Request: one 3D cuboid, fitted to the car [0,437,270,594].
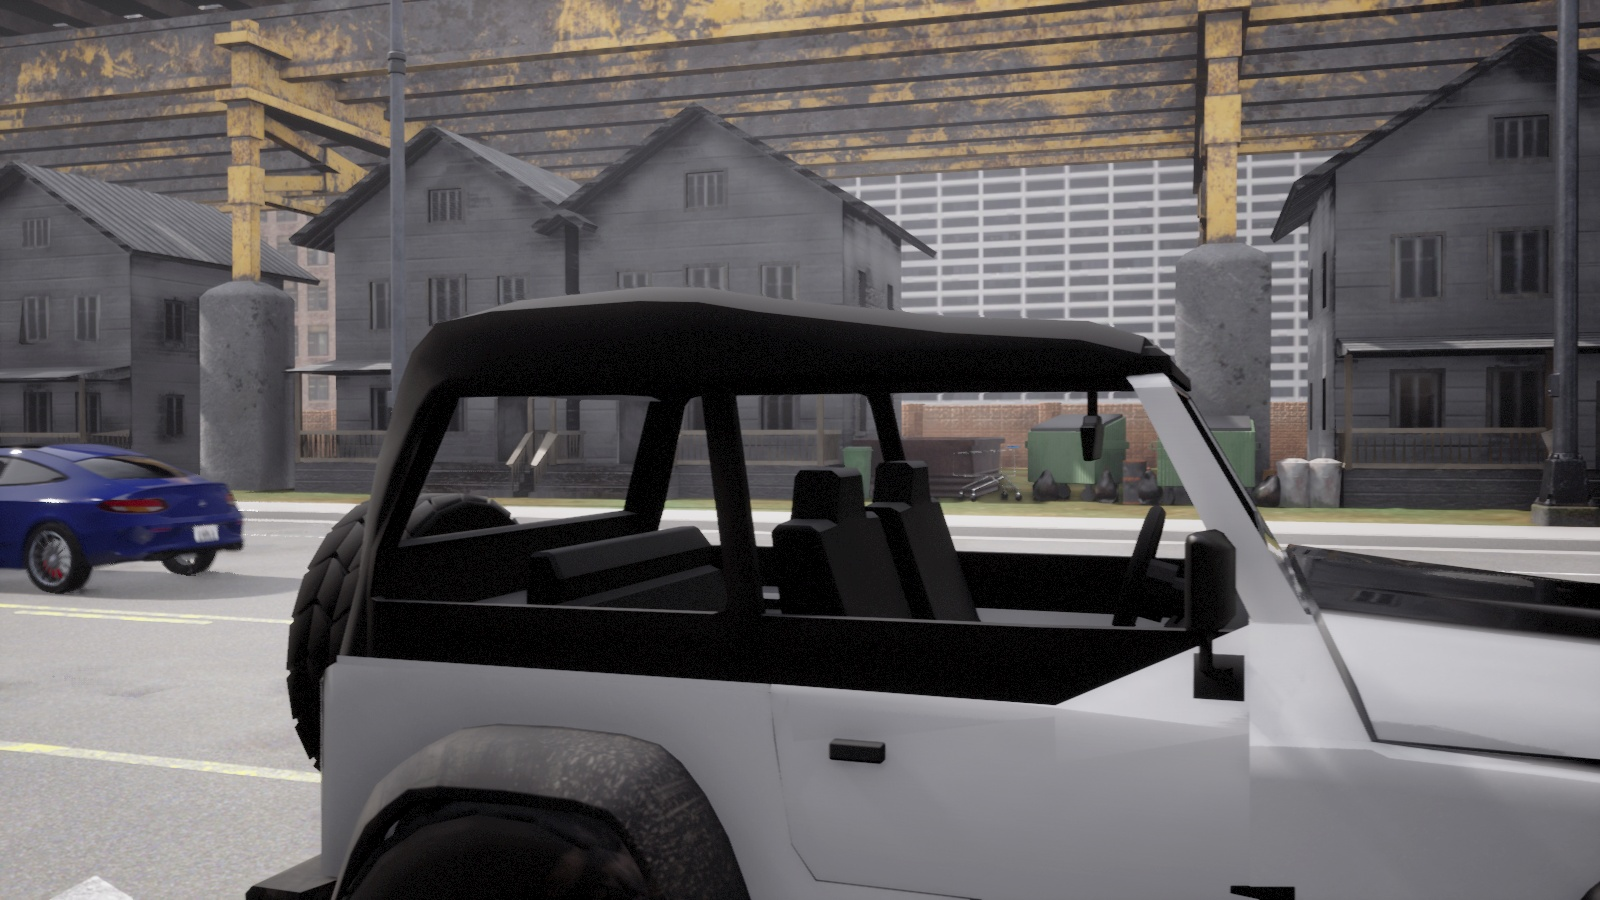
[{"bbox_3d":[-8.183,0.595,13.335,4.674,1.442,1.812,1,1,19],"label":"car"}]

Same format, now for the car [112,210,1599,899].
[{"bbox_3d":[0.660,0.577,2.975,3.866,1.878,1.905,0,1,19],"label":"car"}]
